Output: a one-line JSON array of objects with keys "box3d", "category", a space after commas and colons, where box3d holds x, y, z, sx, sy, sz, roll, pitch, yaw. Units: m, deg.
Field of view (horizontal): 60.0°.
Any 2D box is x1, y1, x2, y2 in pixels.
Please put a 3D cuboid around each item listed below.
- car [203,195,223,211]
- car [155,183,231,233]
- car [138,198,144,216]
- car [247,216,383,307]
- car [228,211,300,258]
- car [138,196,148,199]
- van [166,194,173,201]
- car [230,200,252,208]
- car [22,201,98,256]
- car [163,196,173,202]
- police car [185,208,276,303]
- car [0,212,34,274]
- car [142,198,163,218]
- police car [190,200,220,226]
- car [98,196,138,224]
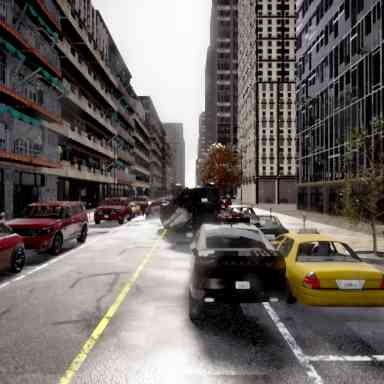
[{"box3d": [2.603, 1.359, 41.750, 2.192, 1.841, 5.009, 0, 0, 0], "category": "car"}, {"box3d": [-0.191, 1.207, 18.348, 2.150, 2.045, 5.566, -2, -19, -19], "category": "car"}, {"box3d": [-5.752, 1.548, 30.237, 1.752, 1.417, 4.829, 0, 0, 0], "category": "car"}, {"box3d": [2.677, 1.528, 7.941, 1.752, 1.417, 4.829, 0, 0, 0], "category": "car"}, {"box3d": [2.665, 1.572, 13.435, 1.947, 1.339, 4.313, 0, 0, 0], "category": "car"}, {"box3d": [-5.764, 1.347, 36.070, 2.192, 1.841, 5.009, 0, 0, 0], "category": "car"}, {"box3d": [-5.878, 1.537, 87.040, 1.690, 1.788, 3.998, 0, 0, 0], "category": "van"}, {"box3d": [2.653, 1.451, 19.098, 1.967, 1.590, 4.097, 0, 0, 0], "category": "car"}, {"box3d": [-5.713, 1.322, 13.417, 2.192, 1.841, 5.009, 0, 0, 0], "category": "car"}, {"box3d": [-5.866, 1.737, 81.374, 1.947, 1.339, 4.313, 0, 0, 0], "category": "car"}, {"box3d": [0.881, 1.428, 8.406, 1.930, 1.638, 5.238, 0, 0, 0], "category": "police car"}, {"box3d": [-5.702, 1.443, 7.753, 1.967, 1.590, 4.097, 0, 0, 0], "category": "car"}, {"box3d": [-3.066, 1.548, 30.308, 1.812, 1.442, 4.674, 0, 0, 0], "category": "car"}, {"box3d": [0.846, 1.441, 24.405, 1.930, 1.638, 5.238, 0, 0, 0], "category": "police car"}, {"box3d": [-5.738, 1.331, 24.742, 2.192, 1.841, 5.009, 0, 0, 0], "category": "car"}]
